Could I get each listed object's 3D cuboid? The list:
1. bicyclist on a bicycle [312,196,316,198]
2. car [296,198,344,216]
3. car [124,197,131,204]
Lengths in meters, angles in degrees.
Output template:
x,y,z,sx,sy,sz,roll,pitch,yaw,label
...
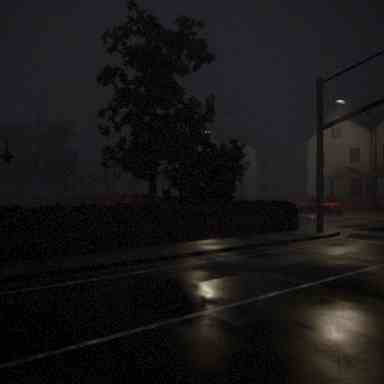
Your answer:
x,y,z,sx,sy,sz,roll,pitch,yaw,label
15.200,1.282,41.376,1.656,1.620,0.582,0,0,-35,bicyclist on a bicycle
12.369,1.335,32.722,2.097,1.767,4.553,0,0,-35,car
-10.479,1.532,58.919,2.033,1.411,5.357,0,0,-35,car
